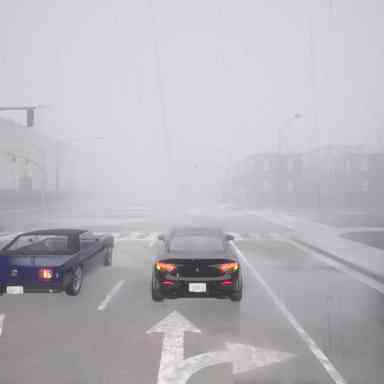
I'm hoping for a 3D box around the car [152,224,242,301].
[{"bbox_3d":[0.101,1.526,8.200,1.812,1.442,4.674,0,0,0],"label":"car"}]

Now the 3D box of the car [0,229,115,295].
[{"bbox_3d":[-3.397,1.601,8.633,1.895,1.301,4.718,0,0,0],"label":"car"}]
